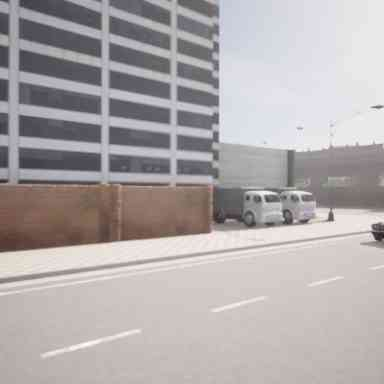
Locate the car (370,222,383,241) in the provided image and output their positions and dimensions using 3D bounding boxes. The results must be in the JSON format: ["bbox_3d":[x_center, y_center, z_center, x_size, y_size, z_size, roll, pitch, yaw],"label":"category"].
[{"bbox_3d":[10.357,1.641,15.577,4.718,1.301,1.895,0,0,-35],"label":"car"}]
